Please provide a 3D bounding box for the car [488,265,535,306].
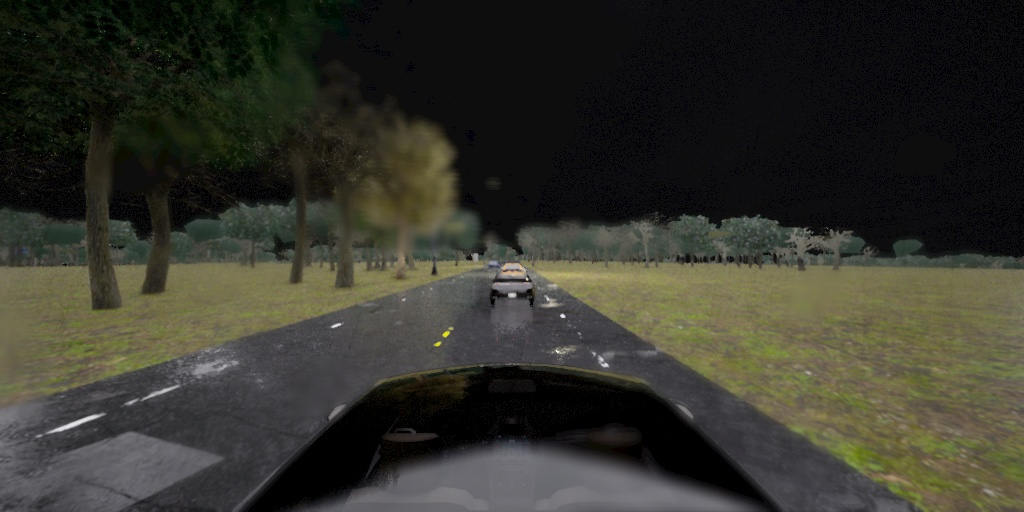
[{"bbox_3d":[0.015,1.321,16.104,2.128,1.511,4.902,-1,-1,0],"label":"car"}]
